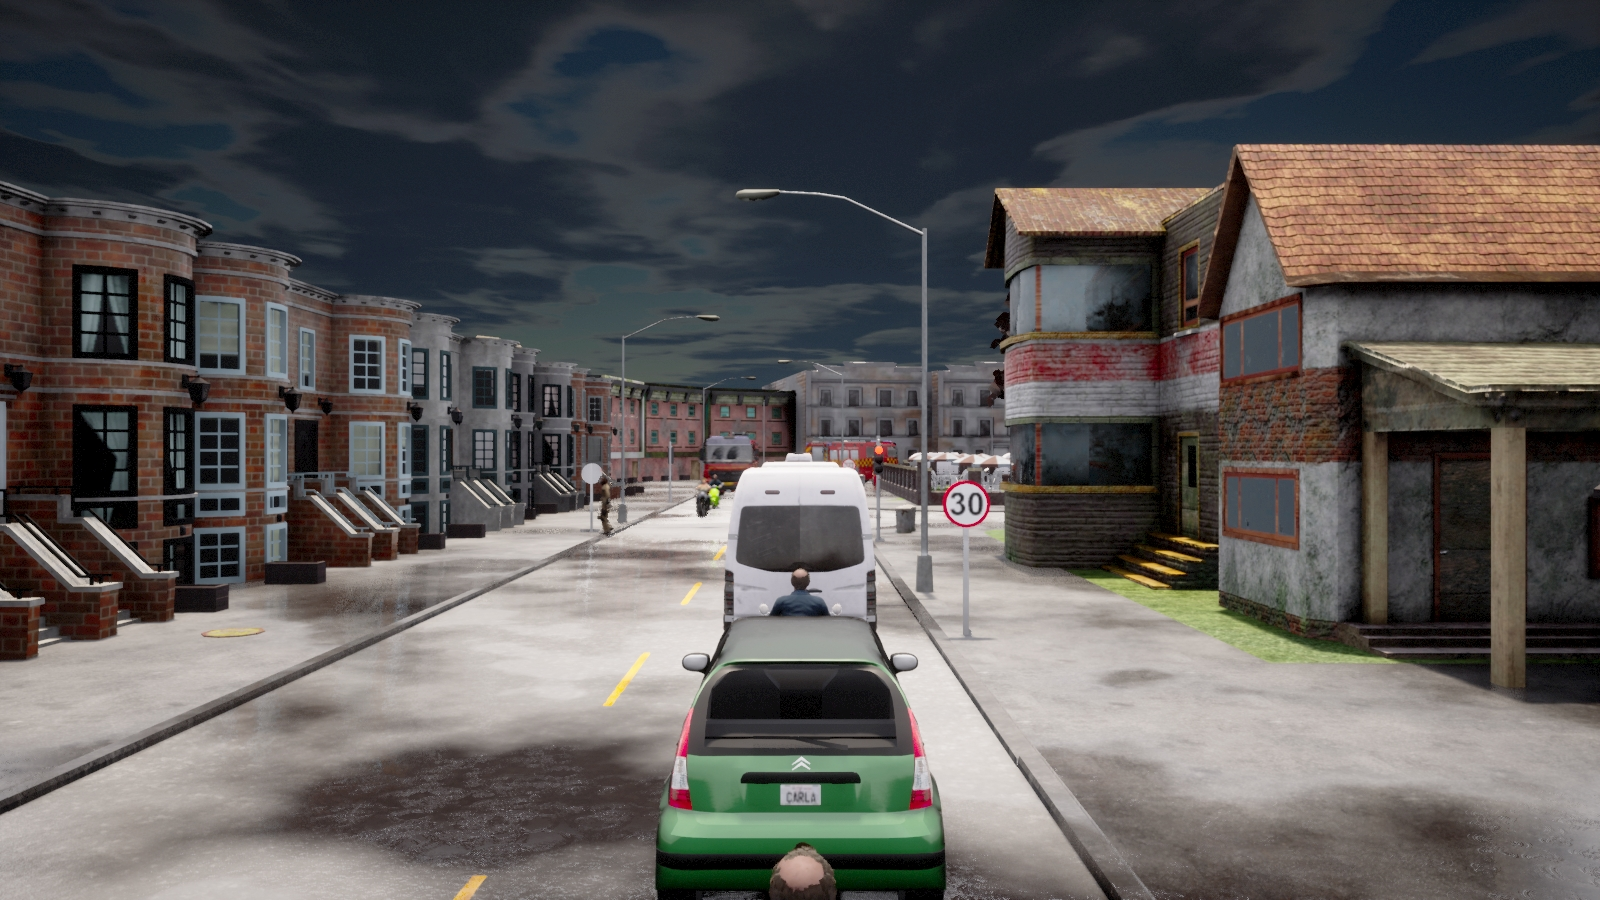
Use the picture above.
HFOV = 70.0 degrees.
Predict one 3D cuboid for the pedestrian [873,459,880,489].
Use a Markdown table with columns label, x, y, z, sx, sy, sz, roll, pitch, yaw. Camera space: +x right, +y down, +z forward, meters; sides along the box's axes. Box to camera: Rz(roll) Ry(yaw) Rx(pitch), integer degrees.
| label | x | y | z | sx | sy | sz | roll | pitch | yaw |
| --- | --- | --- | --- | --- | --- | --- | --- | --- | --- |
| pedestrian | 4.756 | 1.499 | 70.914 | 0.375 | 1.860 | 0.375 | 0 | 0 | 0 |

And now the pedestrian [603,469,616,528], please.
| label | x | y | z | sx | sy | sz | roll | pitch | yaw |
| --- | --- | --- | --- | --- | --- | --- | --- | --- | --- |
| pedestrian | -6.029 | 1.537 | 36.231 | 0.375 | 1.860 | 0.375 | 0 | 0 | -4 |

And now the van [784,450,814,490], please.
| label | x | y | z | sx | sy | sz | roll | pitch | yaw |
| --- | --- | --- | --- | --- | --- | --- | --- | --- | --- |
| van | -0.059 | 1.285 | 76.764 | 1.988 | 2.561 | 5.915 | 0 | 0 | 0 |

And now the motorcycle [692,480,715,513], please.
| label | x | y | z | sx | sy | sz | roll | pitch | yaw |
| --- | --- | --- | --- | --- | --- | --- | --- | --- | --- |
| motorcycle | -4.004 | 1.932 | 47.464 | 0.764 | 1.277 | 2.356 | 0 | 0 | 0 |

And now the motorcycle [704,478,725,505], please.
| label | x | y | z | sx | sy | sz | roll | pitch | yaw |
| --- | --- | --- | --- | --- | --- | --- | --- | --- | --- |
| motorcycle | -4.007 | 1.941 | 53.881 | 0.856 | 1.236 | 1.805 | 0 | 0 | 0 |

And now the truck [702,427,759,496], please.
| label | x | y | z | sx | sy | sz | roll | pitch | yaw |
| --- | --- | --- | --- | --- | --- | --- | --- | --- | --- |
| truck | -4.028 | 0.645 | 68.364 | 2.891 | 3.827 | 8.468 | 0 | 0 | 0 |

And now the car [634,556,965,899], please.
| label | x | y | z | sx | sy | sz | roll | pitch | yaw |
| --- | --- | --- | --- | --- | --- | --- | --- | --- | --- |
| car | -0.003 | 1.776 | 8.385 | 1.851 | 1.617 | 3.988 | 0 | 0 | 0 |

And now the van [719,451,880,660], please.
| label | x | y | z | sx | sy | sz | roll | pitch | yaw |
| --- | --- | --- | --- | --- | --- | --- | --- | --- | --- |
| van | -0.006 | 1.308 | 17.043 | 1.988 | 2.561 | 5.915 | 0 | 0 | 0 |
